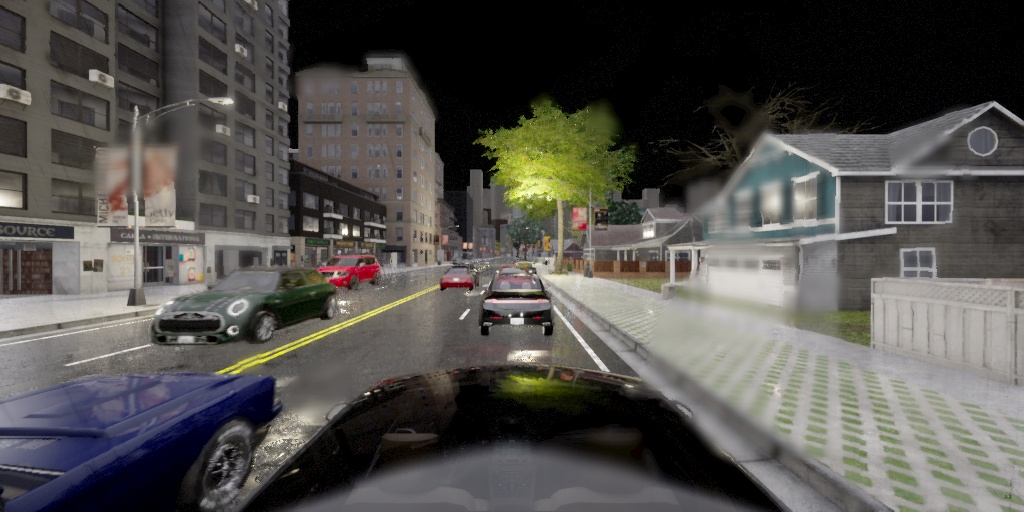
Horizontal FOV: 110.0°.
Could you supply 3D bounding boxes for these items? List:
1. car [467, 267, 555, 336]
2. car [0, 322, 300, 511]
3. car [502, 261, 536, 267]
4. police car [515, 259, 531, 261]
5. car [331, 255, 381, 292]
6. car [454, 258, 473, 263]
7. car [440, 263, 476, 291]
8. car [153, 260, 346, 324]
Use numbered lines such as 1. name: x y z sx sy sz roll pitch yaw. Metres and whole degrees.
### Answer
1. car: 0.113 1.239 10.426 2.128 1.511 4.902 0 0 0
2. car: -3.149 1.351 1.325 1.895 1.301 4.718 0 0 0
3. car: 0.122 1.220 19.930 1.882 1.535 5.008 0 0 0
4. police car: 1.008 1.157 29.659 1.930 1.638 5.238 0 0 0
5. car: -9.824 0.961 21.716 2.150 2.045 5.566 0 0 0
6. car: -6.551 1.251 51.875 2.033 1.411 5.357 0 0 0
7. car: -3.124 1.304 22.070 1.994 1.385 4.181 0 0 0
8. car: -6.590 1.101 9.498 2.097 1.767 4.553 0 0 0
